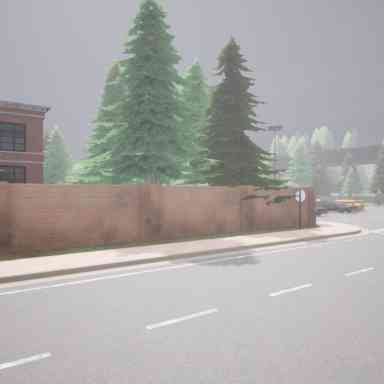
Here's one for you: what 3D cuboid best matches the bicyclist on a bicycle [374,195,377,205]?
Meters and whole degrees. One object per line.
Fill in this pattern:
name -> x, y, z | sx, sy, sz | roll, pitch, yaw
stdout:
bicyclist on a bicycle -> 30.154, 1.300, 54.305 | 1.656, 1.620, 0.582 | 0, 0, -35

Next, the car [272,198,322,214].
car -> 11.433, 1.491, 36.625 | 2.128, 1.511, 4.902 | 0, 0, -36

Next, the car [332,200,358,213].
car -> 15.466, 1.547, 36.994 | 2.033, 1.411, 5.357 | 0, 0, -35

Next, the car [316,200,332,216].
car -> 10.302, 1.547, 32.148 | 2.033, 1.411, 5.357 | 0, 0, -35
